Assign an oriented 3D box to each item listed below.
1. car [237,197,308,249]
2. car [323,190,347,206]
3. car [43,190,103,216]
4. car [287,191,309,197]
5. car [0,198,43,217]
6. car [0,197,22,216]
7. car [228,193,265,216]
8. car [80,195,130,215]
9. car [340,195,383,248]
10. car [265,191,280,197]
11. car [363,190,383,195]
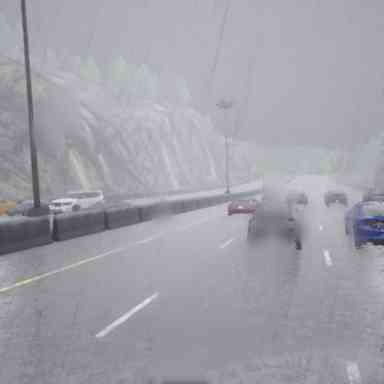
[{"bbox_3d":[3.421,1.174,13.093,2.128,1.511,4.902,-1,1,20],"label":"car"},{"bbox_3d":[14.324,0.575,33.225,1.837,1.490,4.892,-1,1,20],"label":"car"},{"bbox_3d":[-9.757,0.894,28.821,2.150,2.045,5.566,-1,1,20],"label":"car"},{"bbox_3d":[10.523,0.648,32.988,2.128,1.511,4.902,-1,1,20],"label":"car"},{"bbox_3d":[-13.557,1.285,28.538,1.812,1.442,4.674,-1,1,20],"label":"car"},{"bbox_3d":[-17.333,1.321,28.410,1.882,1.535,5.008,-1,1,20],"label":"car"},{"bbox_3d":[4.099,1.002,25.397,1.994,1.385,4.181,-1,1,20],"label":"car"},{"bbox_3d":[-6.687,1.205,26.991,1.994,1.385,4.181,-1,1,20],"label":"car"},{"bbox_3d":[6.895,1.098,12.416,1.882,1.535,5.008,-1,1,20],"label":"car"},{"bbox_3d":[9.933,0.552,41.743,2.033,1.411,5.357,-1,1,20],"label":"car"},{"bbox_3d":[17.378,0.531,31.372,2.128,1.511,4.902,-1,1,20],"label":"car"}]
